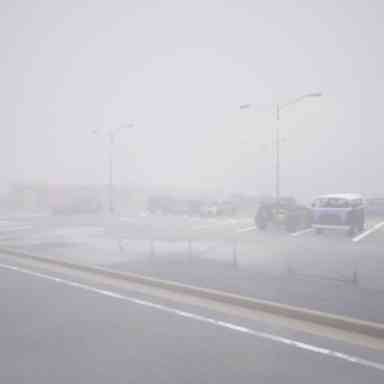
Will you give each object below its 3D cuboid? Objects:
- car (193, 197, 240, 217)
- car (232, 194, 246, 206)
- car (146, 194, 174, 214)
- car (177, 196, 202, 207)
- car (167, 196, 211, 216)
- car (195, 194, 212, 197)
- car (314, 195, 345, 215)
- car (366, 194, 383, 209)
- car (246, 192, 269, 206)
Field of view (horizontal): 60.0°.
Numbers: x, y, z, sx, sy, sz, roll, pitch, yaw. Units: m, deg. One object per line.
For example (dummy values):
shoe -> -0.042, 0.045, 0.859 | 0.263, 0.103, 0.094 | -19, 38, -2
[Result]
car -> 2.178, 1.421, 29.098 | 1.970, 1.475, 3.806 | 0, 0, 36
car -> 9.912, 1.395, 63.688 | 1.970, 1.475, 3.806 | 0, 0, 36
car -> -2.366, 1.166, 32.332 | 1.932, 1.855, 4.605 | 0, 0, 36
car -> -0.326, 1.360, 49.536 | 1.784, 1.438, 3.905 | 0, 0, 36
car -> -0.165, 1.383, 30.798 | 1.784, 1.438, 3.905 | 0, 0, 36
car -> 1.982, 1.156, 47.783 | 1.932, 1.855, 4.605 | 0, 0, 36
car -> 15.714, 1.438, 37.937 | 1.970, 1.475, 3.806 | 0, 0, 36
car -> 28.158, 1.208, 50.489 | 1.905, 1.878, 3.866 | 0, 0, 36
car -> 12.250, 1.163, 61.979 | 1.905, 1.878, 3.866 | 0, 0, 36
